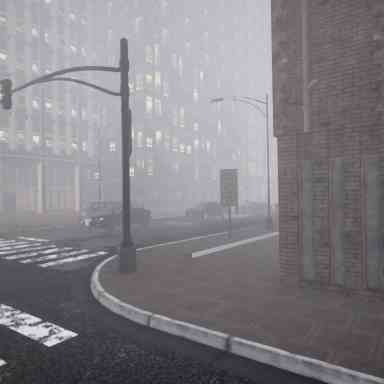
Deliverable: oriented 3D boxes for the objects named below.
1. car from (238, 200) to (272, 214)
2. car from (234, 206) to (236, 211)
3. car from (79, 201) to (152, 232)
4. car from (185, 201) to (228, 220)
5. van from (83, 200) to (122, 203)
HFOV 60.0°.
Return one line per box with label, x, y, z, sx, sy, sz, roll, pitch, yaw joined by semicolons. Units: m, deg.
car;7.283;1.707;37.485;1.895;1.301;4.718;-1;-1;36
car;6.865;1.689;41.370;1.752;1.417;4.829;-2;-1;36
car;-4.598;1.558;20.949;2.128;1.511;4.902;-1;-1;34
car;1.329;1.563;29.197;1.882;1.535;5.008;-1;-1;36
van;-5.974;1.460;23.464;1.690;1.788;3.998;-2;-1;36
